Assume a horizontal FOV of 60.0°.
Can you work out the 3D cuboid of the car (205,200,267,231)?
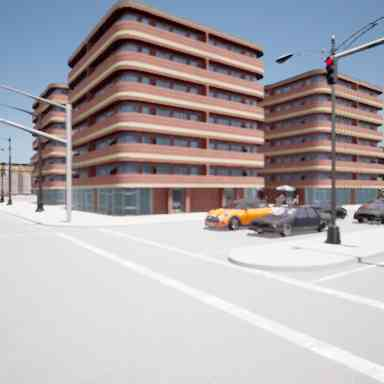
[{"bbox_3d":[2.952,1.279,20.233,4.553,1.767,2.097,0,0,-35],"label":"car"}]

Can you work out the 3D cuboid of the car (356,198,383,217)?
[{"bbox_3d":[17.072,1.360,30.316,4.674,1.442,1.812,0,0,-35],"label":"car"}]

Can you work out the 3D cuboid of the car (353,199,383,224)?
[{"bbox_3d":[13.626,1.417,23.558,5.357,1.411,2.033,0,0,-35],"label":"car"}]

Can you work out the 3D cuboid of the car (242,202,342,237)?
[{"bbox_3d":[5.429,1.471,17.703,5.357,1.411,2.033,0,0,-36],"label":"car"}]

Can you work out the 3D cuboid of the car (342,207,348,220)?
[{"bbox_3d":[9.974,1.443,25.255,4.181,1.385,1.994,0,0,-36],"label":"car"}]
